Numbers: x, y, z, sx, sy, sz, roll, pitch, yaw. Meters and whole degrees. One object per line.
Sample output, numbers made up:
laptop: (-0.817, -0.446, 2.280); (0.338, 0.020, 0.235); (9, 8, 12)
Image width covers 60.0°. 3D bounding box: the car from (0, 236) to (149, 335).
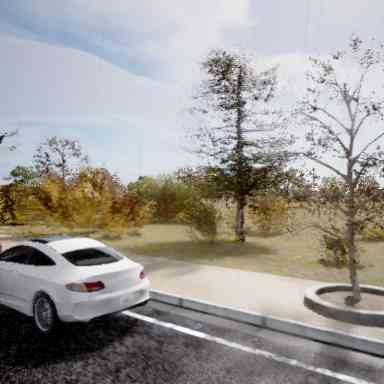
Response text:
car: (-2.936, 1.648, 6.929); (4.674, 1.442, 1.812); (-1, -1, 37)
